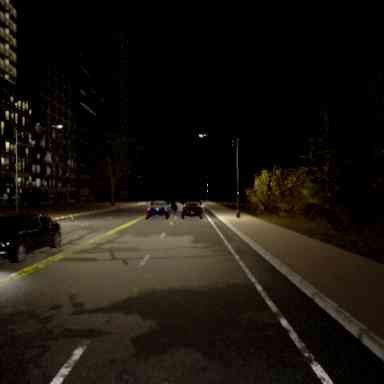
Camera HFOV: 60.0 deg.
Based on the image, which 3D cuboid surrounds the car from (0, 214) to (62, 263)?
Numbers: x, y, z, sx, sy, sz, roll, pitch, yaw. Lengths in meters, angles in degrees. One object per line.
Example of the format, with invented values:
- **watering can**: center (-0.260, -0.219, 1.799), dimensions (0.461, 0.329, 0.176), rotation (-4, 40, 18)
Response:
- **car**: center (-6.526, 1.616, 12.482), dimensions (1.837, 1.490, 4.892), rotation (0, -1, 0)

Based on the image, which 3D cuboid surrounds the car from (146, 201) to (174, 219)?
- **car**: center (-3.152, 1.633, 32.427), dimensions (2.097, 1.767, 4.553), rotation (0, -1, 0)

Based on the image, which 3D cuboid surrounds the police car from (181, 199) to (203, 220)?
- **police car**: center (-0.001, 1.618, 31.596), dimensions (1.930, 1.638, 5.238), rotation (0, 0, 0)

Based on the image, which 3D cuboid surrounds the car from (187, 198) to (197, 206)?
- **car**: center (-0.002, 2.002, 64.405), dimensions (1.812, 1.442, 4.674), rotation (0, -1, 0)

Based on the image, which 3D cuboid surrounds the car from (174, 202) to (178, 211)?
- **car**: center (-3.151, 1.982, 48.131), dimensions (1.994, 1.385, 4.181), rotation (0, 0, 0)
